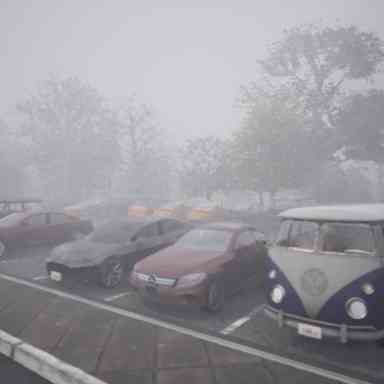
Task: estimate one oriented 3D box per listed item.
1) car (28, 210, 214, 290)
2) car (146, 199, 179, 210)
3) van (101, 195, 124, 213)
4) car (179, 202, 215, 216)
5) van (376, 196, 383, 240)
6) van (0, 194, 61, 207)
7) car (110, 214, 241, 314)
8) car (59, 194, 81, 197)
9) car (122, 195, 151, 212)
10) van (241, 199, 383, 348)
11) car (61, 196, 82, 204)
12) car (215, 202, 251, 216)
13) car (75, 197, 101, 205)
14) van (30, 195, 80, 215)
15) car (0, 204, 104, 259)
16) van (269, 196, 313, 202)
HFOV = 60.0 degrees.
[{"bbox_3d":[-1.657,1.478,9.407,2.163,1.488,4.792,0,0,36],"label":"car"},{"bbox_3d":[-0.749,1.456,24.871,2.097,1.535,5.008,0,0,36],"label":"car"},{"bbox_3d":[-5.082,1.236,28.121,1.878,1.987,4.442,0,0,36],"label":"van"},{"bbox_3d":[1.606,1.454,23.186,2.097,1.535,5.008,0,0,36],"label":"car"},{"bbox_3d":[10.552,1.217,16.647,1.878,1.987,4.442,0,0,36],"label":"van"},{"bbox_3d":[-8.344,1.231,14.372,1.878,1.987,4.442,0,0,36],"label":"van"},{"bbox_3d":[0.621,1.486,7.817,2.002,1.452,4.674,0,0,36],"label":"car"},{"bbox_3d":[-11.890,1.226,32.883,2.435,2.045,5.566,-1,0,36],"label":"car"},{"bbox_3d":[-2.916,1.333,26.389,2.185,1.767,4.553,0,0,36],"label":"car"},{"bbox_3d":[2.809,1.217,6.105,1.878,1.987,4.442,0,0,36],"label":"van"},{"bbox_3d":[-9.761,1.466,31.098,1.946,1.575,5.366,0,0,36],"label":"car"},{"bbox_3d":[3.859,1.452,21.573,2.231,1.521,4.892,0,0,36],"label":"car"},{"bbox_3d":[-7.407,1.466,29.633,2.231,1.521,4.892,0,0,36],"label":"car"},{"bbox_3d":[-14.189,1.272,34.639,1.878,1.987,4.442,-1,0,36],"label":"van"},{"bbox_3d":[-6.151,1.454,12.666,2.097,1.535,5.008,0,0,36],"label":"car"},{"bbox_3d":[6.183,1.222,20.061,1.878,1.987,4.442,0,0,36],"label":"van"}]
